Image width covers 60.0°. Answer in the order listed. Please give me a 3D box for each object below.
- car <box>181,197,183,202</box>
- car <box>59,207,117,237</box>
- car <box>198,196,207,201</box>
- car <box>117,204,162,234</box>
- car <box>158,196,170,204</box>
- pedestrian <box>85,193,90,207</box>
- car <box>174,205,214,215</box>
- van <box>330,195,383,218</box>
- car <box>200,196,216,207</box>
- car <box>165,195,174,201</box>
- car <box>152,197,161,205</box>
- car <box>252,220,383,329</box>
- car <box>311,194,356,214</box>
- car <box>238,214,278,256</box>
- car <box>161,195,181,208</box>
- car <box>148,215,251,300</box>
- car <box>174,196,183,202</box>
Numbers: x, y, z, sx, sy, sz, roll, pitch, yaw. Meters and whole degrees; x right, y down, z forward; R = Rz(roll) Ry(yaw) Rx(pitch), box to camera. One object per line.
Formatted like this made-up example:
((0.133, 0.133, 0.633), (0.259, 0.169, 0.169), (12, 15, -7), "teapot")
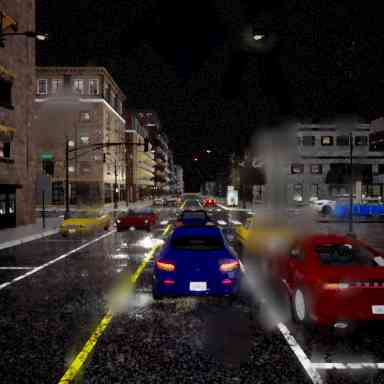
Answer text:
((-3.083, 1.387, 60.772), (2.097, 1.767, 4.553), (0, 0, 0), "car")
((-5.699, 1.527, 18.207), (1.752, 1.417, 4.829), (0, 0, 0), "car")
((2.669, 1.622, 85.027), (2.008, 1.369, 4.403), (-1, 0, 0), "car")
((-3.103, 1.603, 19.517), (1.895, 1.301, 4.718), (0, 0, 0), "car")
((-5.708, 1.595, 67.923), (2.008, 1.369, 4.403), (0, 0, 0), "car")
((-12.638, 1.080, 40.256), (0.375, 1.860, 0.375), (0, 0, 0), "pedestrian")
((0.097, 1.565, 16.956), (1.994, 1.385, 4.181), (0, 0, 0), "car")
((14.653, 1.413, 29.143), (3.998, 1.788, 1.690), (0, 0, 0), "van")
((2.674, 1.462, 50.846), (1.967, 1.590, 4.097), (0, 0, 0), "car")
((-5.712, 1.596, 84.843), (1.752, 1.417, 4.829), (0, 0, 0), "car")
((-5.706, 1.580, 56.529), (2.008, 1.369, 4.403), (0, 0, 0), "car")
((2.684, 1.544, 6.980), (1.887, 1.381, 4.507), (0, 0, 0), "car")
((15.478, 1.256, 34.937), (5.566, 2.045, 2.150), (0, 0, 0), "car")
((2.683, 1.526, 12.848), (1.752, 1.417, 4.829), (0, 0, 0), "car")
((-3.106, 1.584, 49.471), (1.994, 1.385, 4.181), (0, 0, 0), "car")
((0.102, 1.525, 8.263), (1.812, 1.442, 4.674), (0, 0, 0), "car")
((-3.014, 1.607, 75.313), (1.994, 1.385, 4.181), (0, 0, 0), "car")
